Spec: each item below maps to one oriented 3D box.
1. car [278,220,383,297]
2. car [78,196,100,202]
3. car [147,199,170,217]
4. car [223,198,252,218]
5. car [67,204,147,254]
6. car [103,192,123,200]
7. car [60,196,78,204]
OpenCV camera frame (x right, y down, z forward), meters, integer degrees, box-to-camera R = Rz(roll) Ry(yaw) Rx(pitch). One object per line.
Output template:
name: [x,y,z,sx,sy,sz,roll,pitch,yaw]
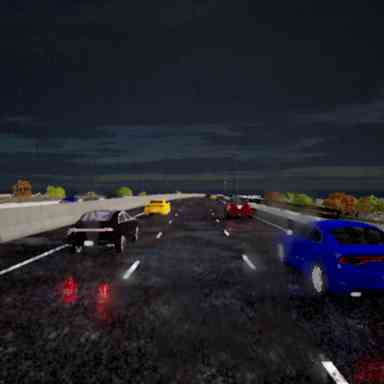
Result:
car: [3.630,1.446,8.531,1.882,1.535,5.008,0,0,0]
car: [-16.651,1.418,55.080,1.994,1.385,4.181,0,0,2]
car: [-3.111,1.379,30.576,1.882,1.535,5.008,0,0,1]
car: [3.858,1.260,28.759,2.097,1.767,4.553,0,0,1]
car: [-3.338,1.444,13.234,2.128,1.511,4.902,0,0,0]
car: [-13.128,1.076,55.679,2.150,2.045,5.566,0,0,2]
car: [-20.149,1.380,55.081,1.812,1.442,4.674,0,0,2]
